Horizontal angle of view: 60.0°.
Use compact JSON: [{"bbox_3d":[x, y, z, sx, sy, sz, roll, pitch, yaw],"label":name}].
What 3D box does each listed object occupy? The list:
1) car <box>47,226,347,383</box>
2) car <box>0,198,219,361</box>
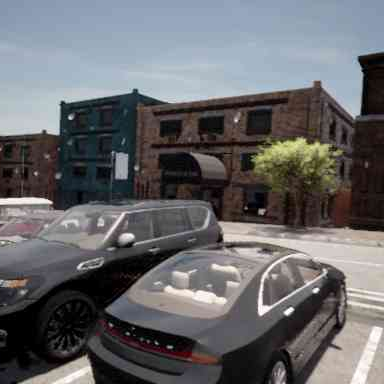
[{"bbox_3d":[0.861,1.465,4.777,2.231,1.521,4.892,0,0,35],"label":"car"},{"bbox_3d":[-1.435,1.195,6.387,2.435,2.045,5.566,0,0,35],"label":"car"}]
